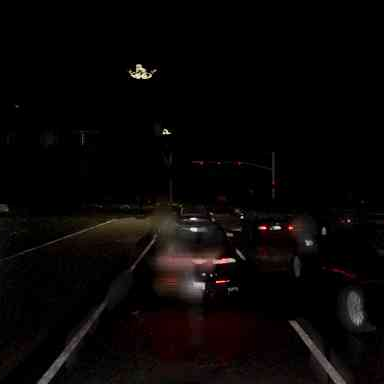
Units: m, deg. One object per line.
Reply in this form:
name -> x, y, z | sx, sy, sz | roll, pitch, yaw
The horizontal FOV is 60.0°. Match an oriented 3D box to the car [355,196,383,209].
car -> 23.884, 1.352, 43.683 | 4.553, 1.767, 2.097 | 0, 0, 1

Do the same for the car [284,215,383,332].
car -> 3.590, 1.478, 6.849 | 1.882, 1.535, 5.008 | 0, 0, 0

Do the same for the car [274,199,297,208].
car -> 11.819, 1.564, 44.158 | 4.181, 1.385, 1.994 | 0, 0, 5

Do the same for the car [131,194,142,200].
car -> -15.109, 1.348, 90.705 | 2.097, 1.767, 4.553 | 0, 0, 0

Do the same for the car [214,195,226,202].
car -> 6.896, 1.478, 76.856 | 1.882, 1.535, 5.008 | 0, 0, 0

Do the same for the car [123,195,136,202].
car -> -15.114, 1.525, 80.538 | 2.128, 1.511, 4.902 | 0, 0, 0

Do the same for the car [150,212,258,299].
car -> 0.087, 1.491, 8.453 | 2.128, 1.511, 4.902 | 0, 0, 0

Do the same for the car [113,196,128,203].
car -> -15.099, 1.540, 70.435 | 2.033, 1.411, 5.357 | 0, 0, 0

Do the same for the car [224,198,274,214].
car -> 5.567, 1.564, 32.978 | 4.181, 1.385, 1.994 | 0, 0, -2

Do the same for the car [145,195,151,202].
car -> -11.612, 1.524, 79.269 | 1.812, 1.442, 4.674 | 0, 0, 0

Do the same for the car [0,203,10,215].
car -> -20.036, 1.525, 31.859 | 4.674, 1.442, 1.812 | 0, 0, -1

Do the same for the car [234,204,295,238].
car -> 3.579, 1.547, 16.469 | 2.033, 1.411, 5.357 | 0, 0, 0

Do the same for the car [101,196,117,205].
car -> -15.141, 1.477, 60.657 | 1.882, 1.535, 5.008 | 0, 0, 0

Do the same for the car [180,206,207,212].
car -> 0.076, 1.505, 17.874 | 1.837, 1.490, 4.892 | 0, 0, 0

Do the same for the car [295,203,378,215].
car -> 7.077, 1.505, 16.935 | 1.837, 1.490, 4.892 | 0, 0, 0

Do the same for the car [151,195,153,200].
car -> -11.617, 1.524, 89.676 | 2.128, 1.511, 4.902 | 0, 0, 0

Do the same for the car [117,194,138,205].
car -> -11.681, 1.564, 60.177 | 1.994, 1.385, 4.181 | 0, 0, 1

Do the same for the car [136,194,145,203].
car -> -11.597, 1.500, 68.999 | 1.837, 1.490, 4.892 | 0, 0, 0
